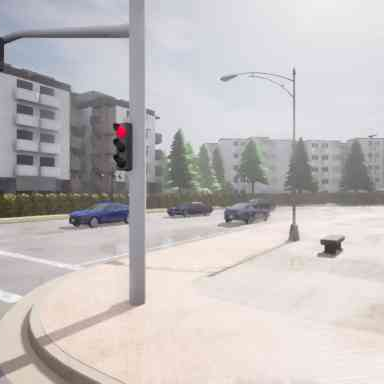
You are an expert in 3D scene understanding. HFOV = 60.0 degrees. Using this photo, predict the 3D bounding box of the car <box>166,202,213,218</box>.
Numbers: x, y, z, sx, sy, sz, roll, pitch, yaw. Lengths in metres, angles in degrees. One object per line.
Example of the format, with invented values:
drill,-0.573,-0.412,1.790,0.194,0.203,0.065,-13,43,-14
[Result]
car,-0.190,1.601,30.599,1.895,1.301,4.718,0,0,39

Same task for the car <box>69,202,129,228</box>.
car,-5.950,1.478,22.606,1.882,1.535,5.008,0,0,34

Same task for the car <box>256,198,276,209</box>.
car,7.407,1.478,37.850,5.008,1.535,1.882,0,0,-36

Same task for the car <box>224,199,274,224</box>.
car,4.052,1.526,24.526,1.812,1.442,4.674,0,0,37
